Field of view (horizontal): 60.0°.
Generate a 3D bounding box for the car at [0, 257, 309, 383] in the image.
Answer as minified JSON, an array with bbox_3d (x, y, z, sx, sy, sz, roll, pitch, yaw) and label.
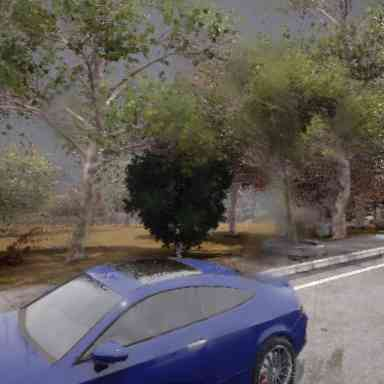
[{"bbox_3d":[-0.676,1.524,3.510,4.674,1.442,1.812,0,0,-35],"label":"car"}]
